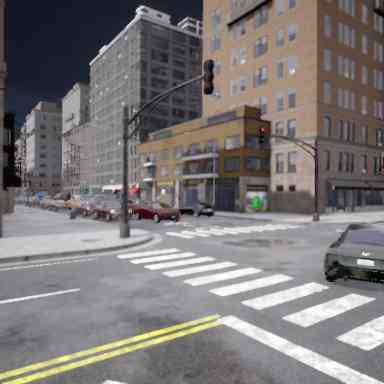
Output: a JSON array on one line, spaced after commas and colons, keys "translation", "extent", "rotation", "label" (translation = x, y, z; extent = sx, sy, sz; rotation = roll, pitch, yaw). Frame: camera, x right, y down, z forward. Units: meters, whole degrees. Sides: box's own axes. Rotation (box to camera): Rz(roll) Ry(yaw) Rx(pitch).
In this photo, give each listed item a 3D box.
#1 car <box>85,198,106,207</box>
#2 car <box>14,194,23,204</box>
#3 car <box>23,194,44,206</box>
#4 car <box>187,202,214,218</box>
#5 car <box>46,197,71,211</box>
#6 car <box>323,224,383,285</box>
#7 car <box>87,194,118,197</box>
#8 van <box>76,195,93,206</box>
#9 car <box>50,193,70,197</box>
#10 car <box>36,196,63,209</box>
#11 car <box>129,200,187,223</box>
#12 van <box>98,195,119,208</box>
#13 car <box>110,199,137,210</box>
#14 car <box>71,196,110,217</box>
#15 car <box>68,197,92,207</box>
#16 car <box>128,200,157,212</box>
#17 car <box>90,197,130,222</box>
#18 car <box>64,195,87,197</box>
[{"translation": [-15.554, 1.608, 53.490], "extent": [2.008, 1.369, 4.403], "rotation": [0, 0, -35], "label": "car"}, {"translation": [-31.643, 1.572, 62.371], "extent": [2.008, 1.369, 4.403], "rotation": [0, 0, -35], "label": "car"}, {"translation": [-25.288, 1.451, 53.366], "extent": [1.967, 1.590, 4.097], "rotation": [0, 0, -35], "label": "car"}, {"translation": [0.334, 1.621, 30.977], "extent": [1.947, 1.339, 4.313], "rotation": [0, 0, -35], "label": "car"}, {"translation": [-15.756, 1.585, 39.858], "extent": [1.802, 1.307, 4.206], "rotation": [0, 0, -35], "label": "car"}, {"translation": [5.008, 1.584, 9.332], "extent": [1.994, 1.385, 4.181], "rotation": [0, 0, 31], "label": "car"}, {"translation": [-8.581, 1.241, 34.096], "extent": [2.150, 2.045, 5.566], "rotation": [0, 0, -35], "label": "car"}, {"translation": [-18.731, 1.403, 57.993], "extent": [1.690, 1.788, 3.998], "rotation": [0, 0, -35], "label": "van"}, {"translation": [-23.525, 1.271, 60.237], "extent": [2.150, 2.045, 5.566], "rotation": [0, 0, -35], "label": "car"}, {"translation": [-18.933, 1.555, 44.361], "extent": [2.008, 1.369, 4.403], "rotation": [0, 0, -35], "label": "car"}, {"translation": [-2.761, 1.500, 25.843], "extent": [1.882, 1.535, 5.008], "rotation": [0, 0, -35], "label": "car"}, {"translation": [-12.376, 1.396, 48.989], "extent": [1.690, 1.788, 3.998], "rotation": [0, 0, -35], "label": "van"}, {"translation": [-9.200, 1.619, 44.486], "extent": [1.947, 1.339, 4.313], "rotation": [0, 0, -35], "label": "car"}, {"translation": [-9.400, 1.444, 30.854], "extent": [1.967, 1.590, 4.097], "rotation": [0, 0, -35], "label": "car"}, {"translation": [-17.533, 1.589, 51.877], "extent": [2.033, 1.411, 5.357], "rotation": [0, 0, -35], "label": "car"}, {"translation": [-6.022, 1.635, 39.983], "extent": [1.802, 1.307, 4.206], "rotation": [0, 0, -35], "label": "car"}, {"translation": [-6.223, 1.445, 26.351], "extent": [1.967, 1.590, 4.097], "rotation": [0, 0, -35], "label": "car"}, {"translation": [-14.459, 1.497, 42.455], "extent": [1.882, 1.535, 5.008], "rotation": [0, 0, -35], "label": "car"}]
